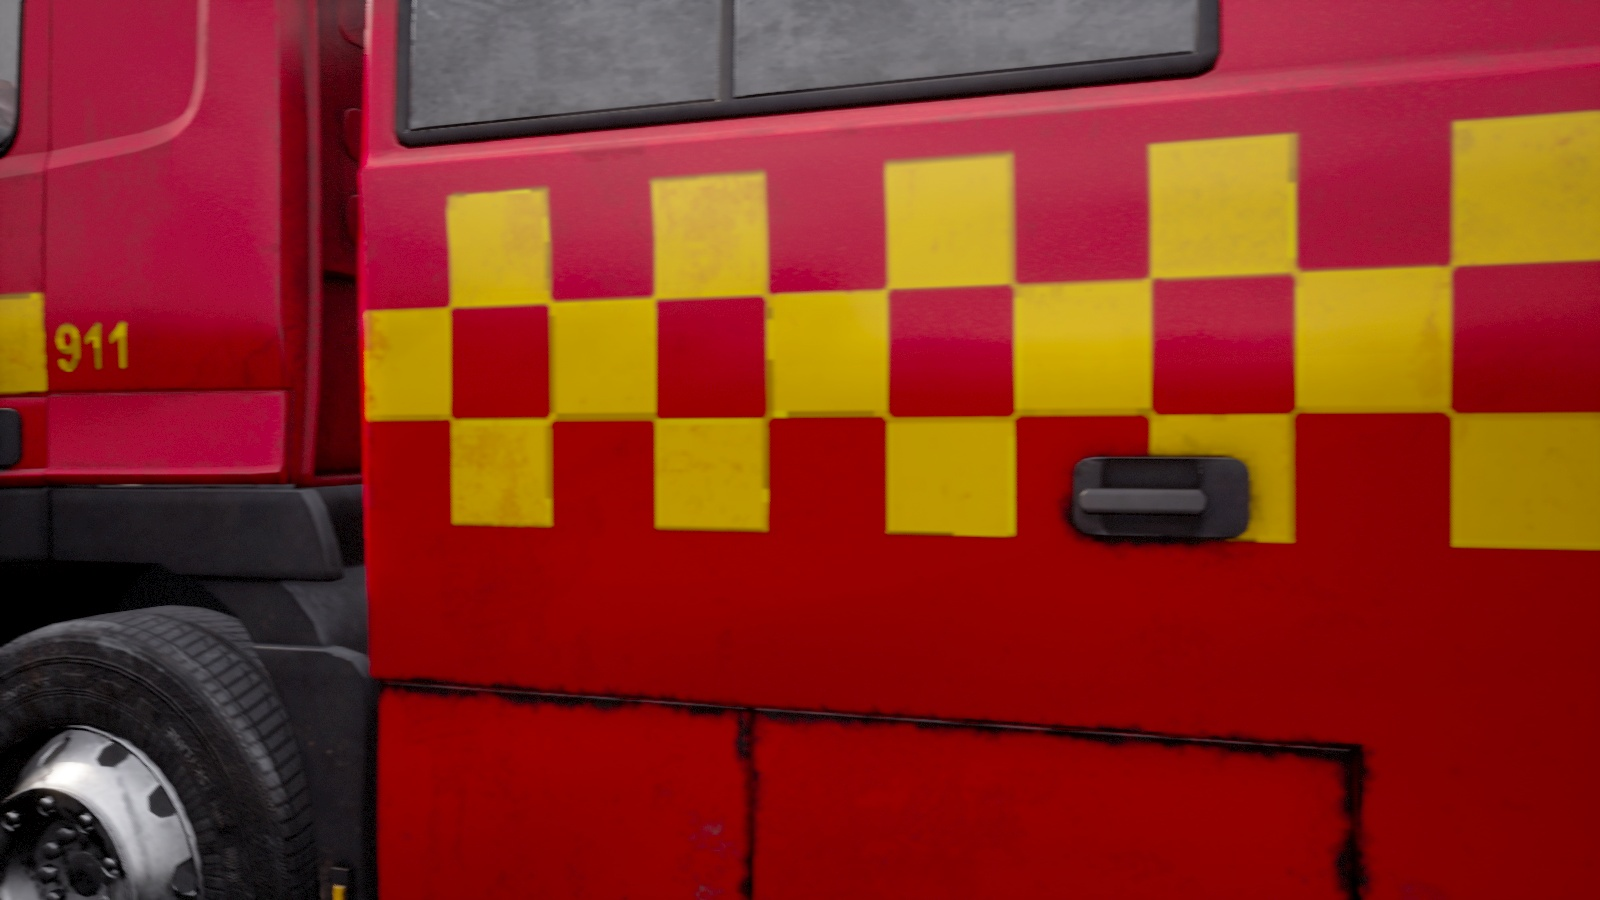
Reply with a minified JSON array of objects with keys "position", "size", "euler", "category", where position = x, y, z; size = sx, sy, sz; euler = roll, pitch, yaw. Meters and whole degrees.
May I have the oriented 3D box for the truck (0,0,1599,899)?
[{"position":[0.854,-0.390,3.417],"size":[8.468,3.827,2.891],"euler":[0,1,19],"category":"truck"}]
